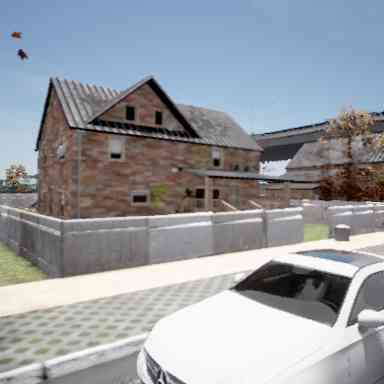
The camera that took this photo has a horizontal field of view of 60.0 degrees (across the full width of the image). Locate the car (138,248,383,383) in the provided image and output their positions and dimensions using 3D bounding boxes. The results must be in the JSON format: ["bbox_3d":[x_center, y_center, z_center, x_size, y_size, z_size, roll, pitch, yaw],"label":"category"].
[{"bbox_3d":[1.625,1.523,4.171,4.674,1.442,1.812,0,0,-35],"label":"car"}]
